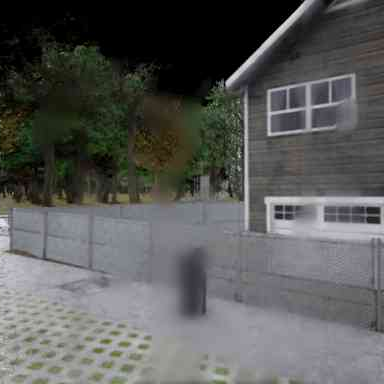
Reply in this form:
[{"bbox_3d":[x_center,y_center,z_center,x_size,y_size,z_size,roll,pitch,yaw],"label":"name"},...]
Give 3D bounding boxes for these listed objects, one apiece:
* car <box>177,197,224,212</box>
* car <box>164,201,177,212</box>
[{"bbox_3d":[1.257,1.319,32.621,4.553,1.767,2.097,0,0,-31],"label":"car"},{"bbox_3d":[-0.773,1.474,35.192,4.902,1.511,2.128,0,0,-31],"label":"car"}]
